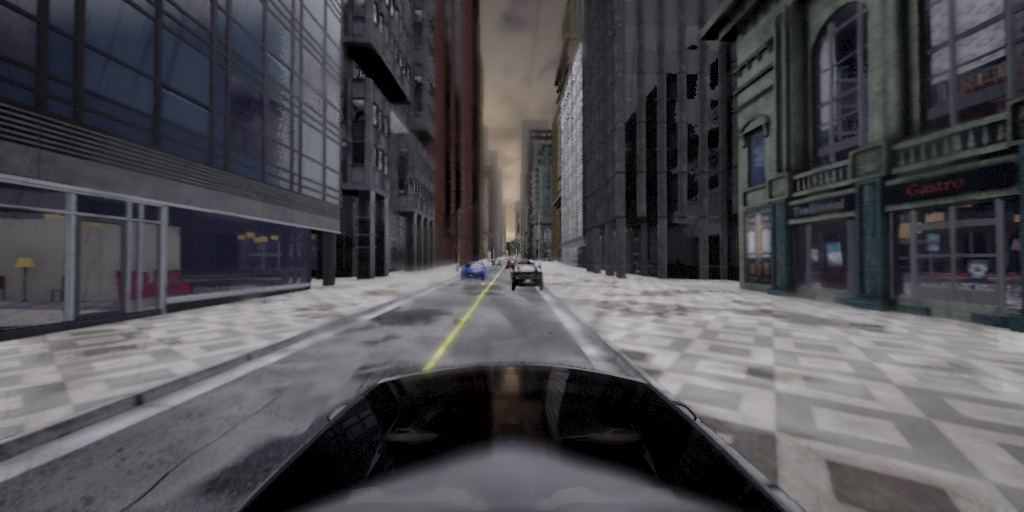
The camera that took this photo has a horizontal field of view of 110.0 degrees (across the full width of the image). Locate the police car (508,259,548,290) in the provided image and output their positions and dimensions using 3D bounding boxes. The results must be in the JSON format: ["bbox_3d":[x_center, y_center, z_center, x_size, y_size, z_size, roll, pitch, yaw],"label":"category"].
[{"bbox_3d":[0.898,1.179,22.456,1.930,1.638,5.238,0,0,0],"label":"police car"}]

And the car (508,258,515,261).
[{"bbox_3d":[0.896,1.099,32.317,2.097,1.767,4.553,0,0,0],"label":"car"}]

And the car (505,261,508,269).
[{"bbox_3d":[-0.004,1.256,55.274,1.812,1.442,4.674,0,0,0],"label":"car"}]

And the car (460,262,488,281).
[{"bbox_3d":[-3.097,1.227,29.828,1.882,1.535,5.008,0,0,0],"label":"car"}]
